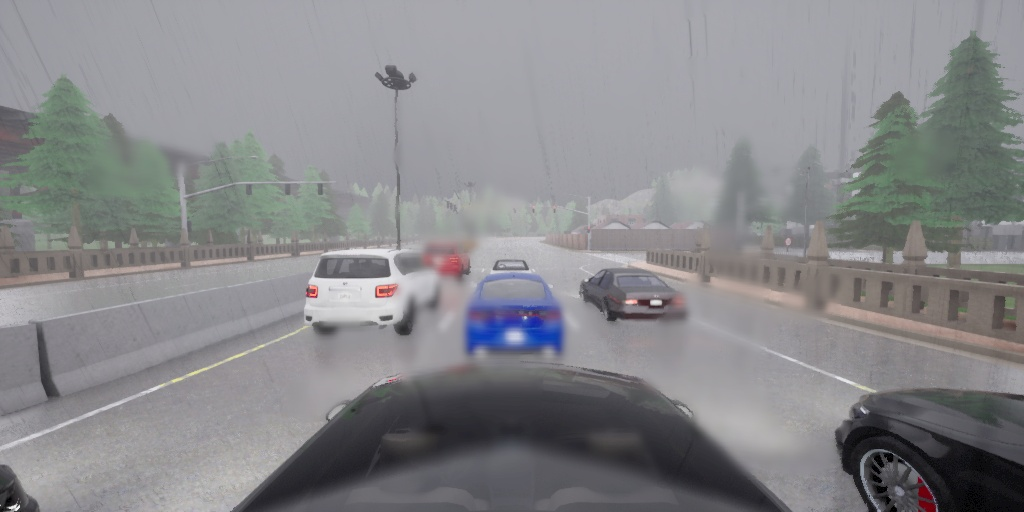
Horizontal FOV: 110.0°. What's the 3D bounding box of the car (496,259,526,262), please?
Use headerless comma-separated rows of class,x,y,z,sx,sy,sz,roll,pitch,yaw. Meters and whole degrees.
car,-0.064,0.796,17.472,1.895,1.301,4.718,0,3,-1

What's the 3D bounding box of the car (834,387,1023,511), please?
car,3.603,1.276,0.985,1.812,1.442,4.674,0,0,-1

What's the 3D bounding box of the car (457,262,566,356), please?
car,0.035,1.115,8.422,1.882,1.535,5.008,0,2,0

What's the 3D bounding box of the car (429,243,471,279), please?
car,-3.594,0.259,20.044,2.150,2.045,5.566,0,4,-1

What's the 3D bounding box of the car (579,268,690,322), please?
car,3.502,1.081,11.300,2.033,1.411,5.357,0,2,-1

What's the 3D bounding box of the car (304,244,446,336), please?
car,-3.480,0.803,10.055,2.150,2.045,5.566,0,2,-1
